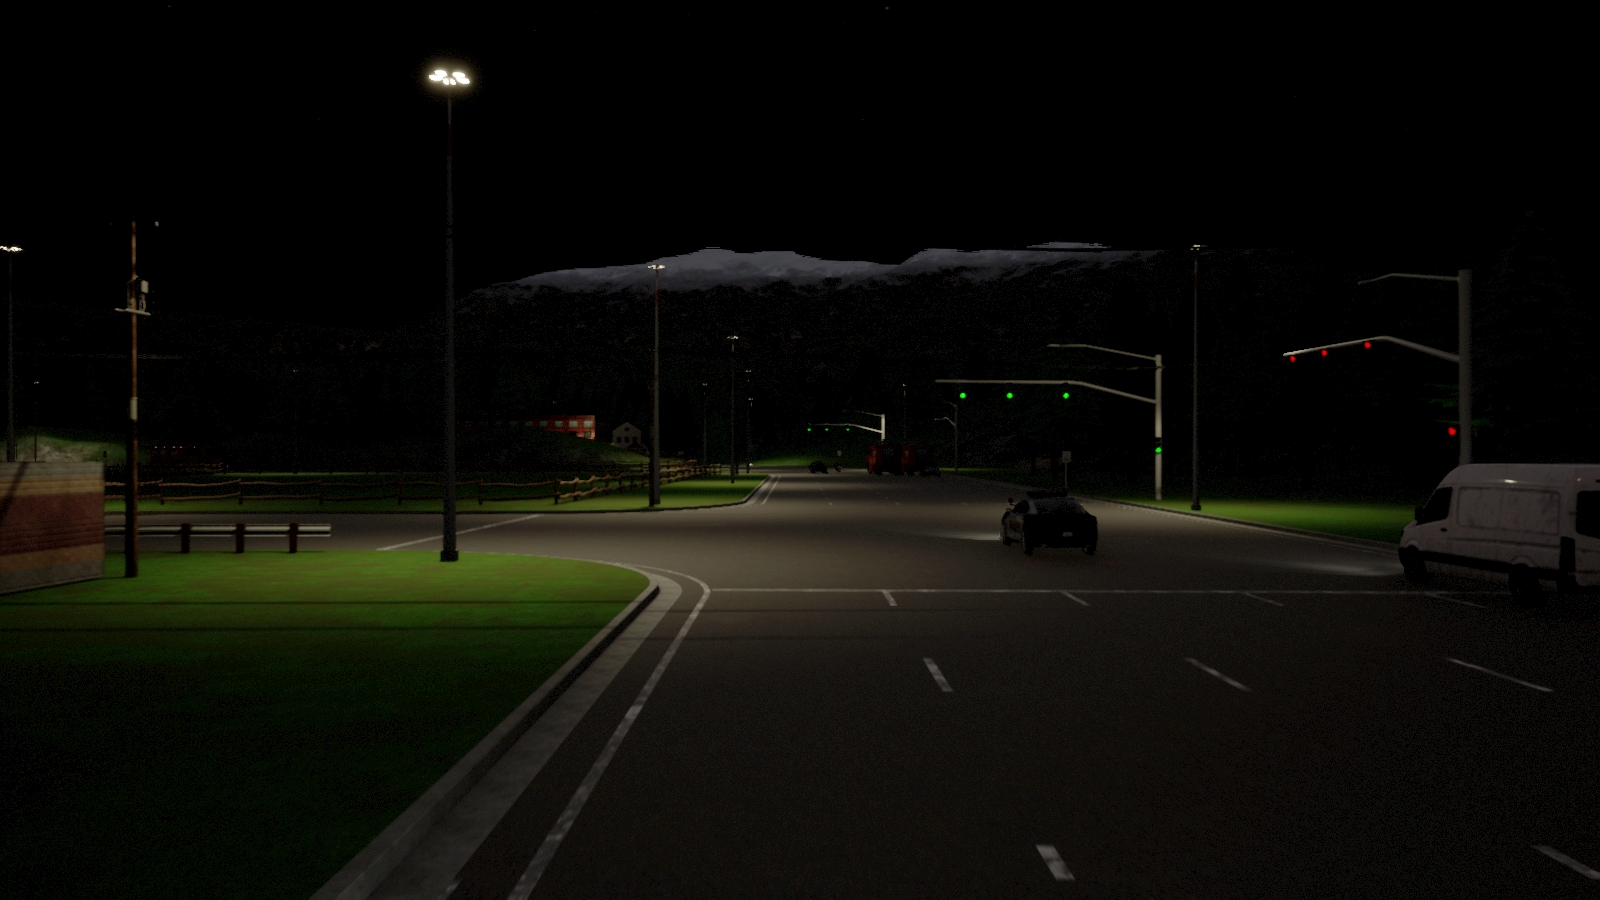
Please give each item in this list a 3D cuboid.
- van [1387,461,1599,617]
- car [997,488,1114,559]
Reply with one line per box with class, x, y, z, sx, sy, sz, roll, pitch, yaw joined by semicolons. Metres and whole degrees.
van;13.931;1.534;22.230;1.988;2.561;5.915;0;0;0
car;7.022;1.982;32.030;2.097;1.638;5.238;0;0;0
